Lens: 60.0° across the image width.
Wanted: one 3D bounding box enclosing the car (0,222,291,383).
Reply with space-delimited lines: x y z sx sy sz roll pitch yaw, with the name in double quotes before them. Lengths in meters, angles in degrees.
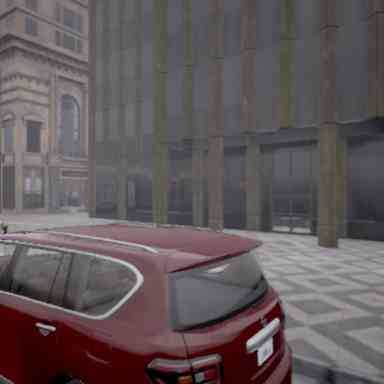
"car" -1.381 1.297 3.957 5.009 1.841 2.192 0 0 35
